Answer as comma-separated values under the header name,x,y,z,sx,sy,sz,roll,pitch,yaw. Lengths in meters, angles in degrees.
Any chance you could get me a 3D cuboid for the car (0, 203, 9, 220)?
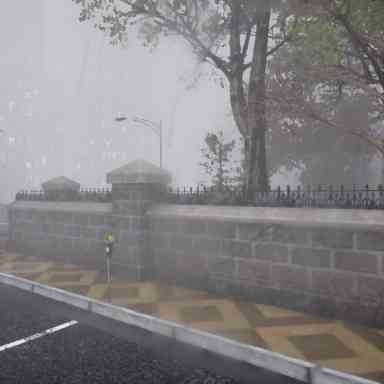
name,x,y,z,sx,sy,sz,roll,pitch,yaw
car,-16.401,1.694,27.438,1.837,1.490,4.892,0,-1,35
